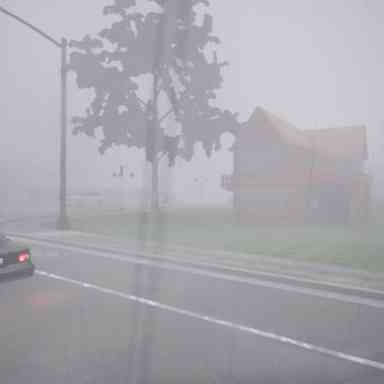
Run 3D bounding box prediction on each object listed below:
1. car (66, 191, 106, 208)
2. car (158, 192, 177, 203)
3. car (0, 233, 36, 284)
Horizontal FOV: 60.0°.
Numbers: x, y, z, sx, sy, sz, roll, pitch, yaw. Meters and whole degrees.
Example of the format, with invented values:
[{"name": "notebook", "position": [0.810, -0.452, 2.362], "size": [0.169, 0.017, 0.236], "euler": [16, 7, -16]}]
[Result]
[{"name": "car", "position": [-13.654, 0.894, 42.606], "size": [2.150, 2.045, 5.566], "euler": [1, 0, 34]}, {"name": "car", "position": [-4.455, 0.828, 56.087], "size": [2.097, 1.767, 4.553], "euler": [1, 0, 34]}, {"name": "car", "position": [-6.045, 1.459, 8.283], "size": [5.357, 1.411, 2.033], "euler": [1, 0, 36]}]
